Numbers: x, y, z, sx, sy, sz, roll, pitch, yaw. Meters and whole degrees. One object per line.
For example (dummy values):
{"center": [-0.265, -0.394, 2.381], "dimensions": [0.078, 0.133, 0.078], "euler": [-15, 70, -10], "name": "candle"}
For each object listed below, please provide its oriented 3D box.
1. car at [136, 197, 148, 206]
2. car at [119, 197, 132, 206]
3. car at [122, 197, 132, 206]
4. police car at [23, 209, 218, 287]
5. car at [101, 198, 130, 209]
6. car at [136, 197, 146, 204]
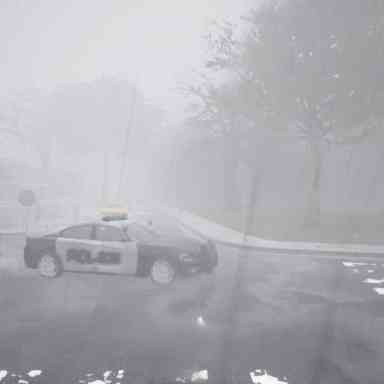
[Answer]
{"center": [-8.547, 1.610, 57.220], "dimensions": [2.128, 1.511, 4.902], "euler": [0, 0, -10], "name": "car"}
{"center": [-11.290, 1.617, 56.690], "dimensions": [1.837, 1.490, 4.892], "euler": [0, -1, -9], "name": "car"}
{"center": [-8.490, 1.508, 40.268], "dimensions": [2.128, 1.511, 4.902], "euler": [0, 0, -10], "name": "car"}
{"center": [-1.942, 1.430, 9.044], "dimensions": [5.238, 1.638, 1.930], "euler": [0, 0, 13], "name": "police car"}
{"center": [-6.014, 1.462, 26.007], "dimensions": [1.882, 1.535, 5.008], "euler": [0, 0, -10], "name": "car"}
{"center": [-10.338, 1.785, 67.515], "dimensions": [1.895, 1.301, 4.718], "euler": [0, 0, -10], "name": "car"}
